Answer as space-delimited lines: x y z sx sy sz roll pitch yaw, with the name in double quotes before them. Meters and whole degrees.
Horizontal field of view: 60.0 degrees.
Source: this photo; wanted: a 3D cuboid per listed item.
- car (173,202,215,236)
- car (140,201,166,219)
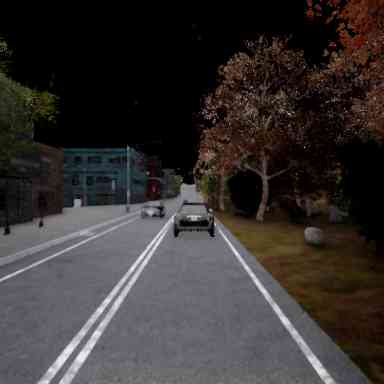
"car" 0.105 1.356 18.609 2.097 1.767 4.553 0 0 0
"car" -3.326 1.545 29.229 2.128 1.511 4.902 0 0 0
